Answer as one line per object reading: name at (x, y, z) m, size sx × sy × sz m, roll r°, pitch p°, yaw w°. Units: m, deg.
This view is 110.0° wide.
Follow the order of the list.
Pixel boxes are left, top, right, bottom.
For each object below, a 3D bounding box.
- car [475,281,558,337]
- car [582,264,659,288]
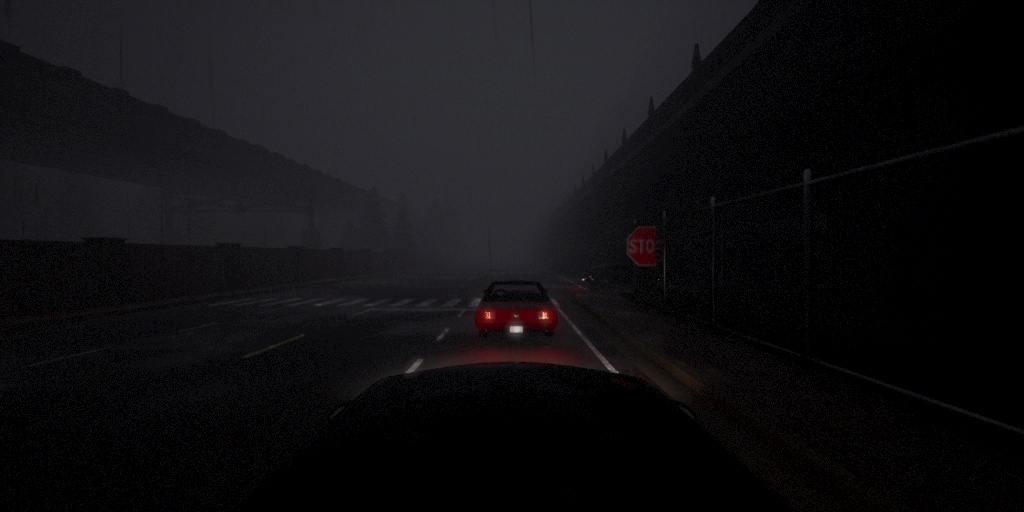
car at (0.101, 1.345, 10.194) m, size 1.895 × 1.301 × 4.718 m, roll 0°, pitch 0°, yaw 0°
car at (7.023, 1.243, 23.313) m, size 4.892 × 1.490 × 1.837 m, roll 0°, pitch -2°, yaw -5°
